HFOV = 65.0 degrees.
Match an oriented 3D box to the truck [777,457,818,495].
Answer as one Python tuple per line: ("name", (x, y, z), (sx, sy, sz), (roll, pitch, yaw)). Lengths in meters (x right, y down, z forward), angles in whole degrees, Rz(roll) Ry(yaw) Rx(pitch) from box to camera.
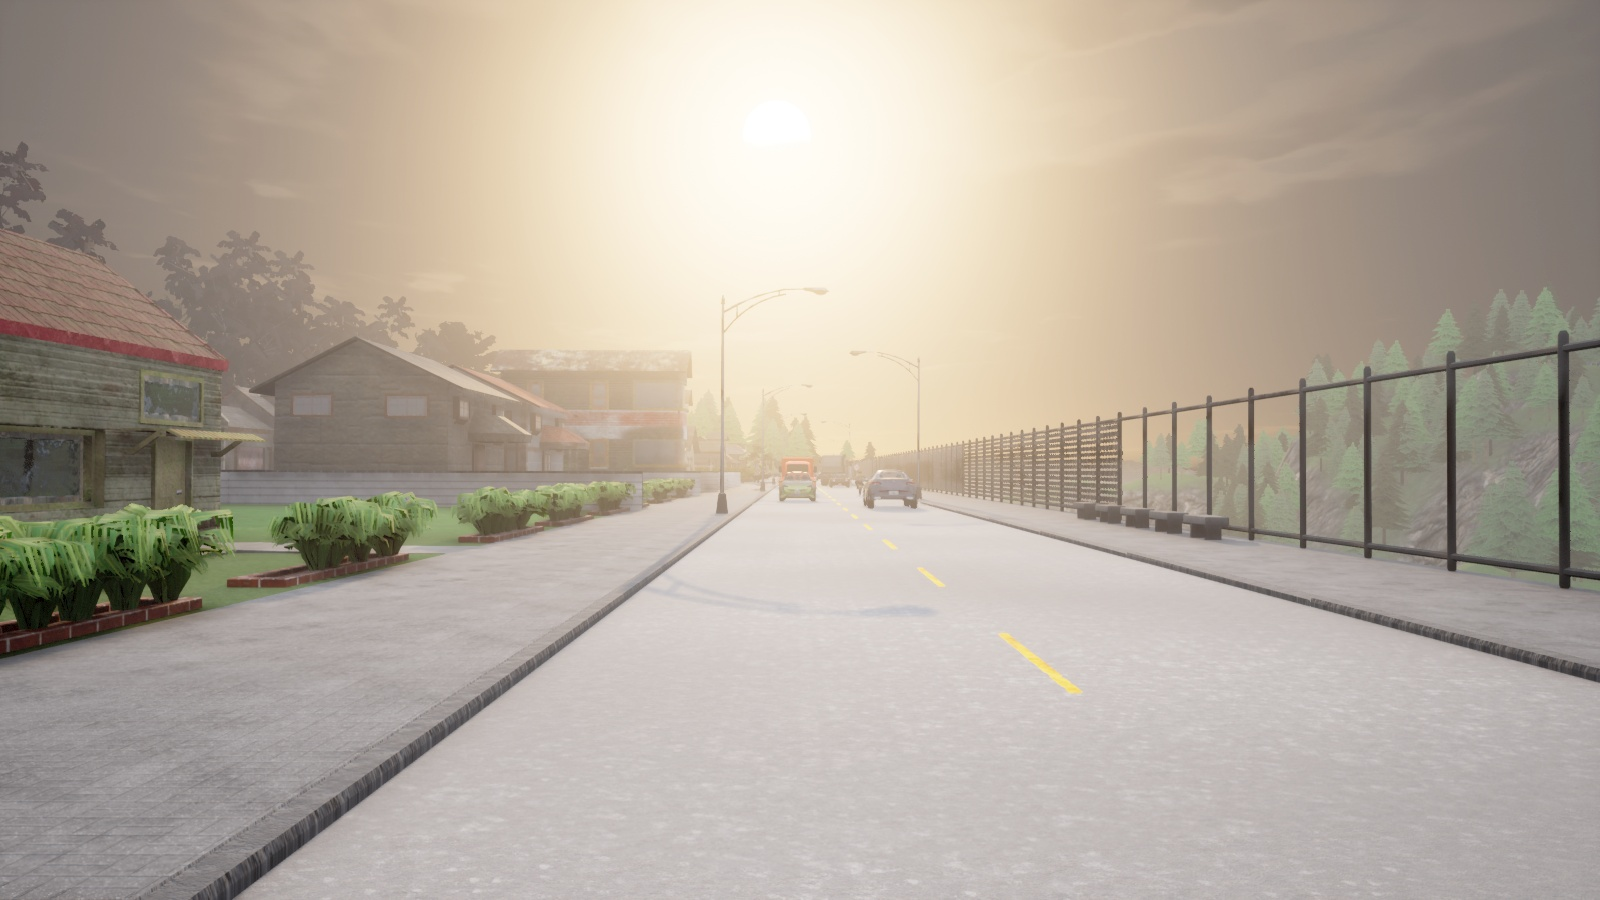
("truck", (-0.146, 1.724, 83.331), (2.627, 2.467, 5.204), (0, -1, 0))

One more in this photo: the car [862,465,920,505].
("car", (3.908, 1.497, 54.888), (2.152, 1.651, 5.027), (0, -1, 0))

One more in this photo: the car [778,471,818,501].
("car", (-0.112, 1.861, 65.618), (2.007, 1.525, 4.514), (0, -1, 0))
